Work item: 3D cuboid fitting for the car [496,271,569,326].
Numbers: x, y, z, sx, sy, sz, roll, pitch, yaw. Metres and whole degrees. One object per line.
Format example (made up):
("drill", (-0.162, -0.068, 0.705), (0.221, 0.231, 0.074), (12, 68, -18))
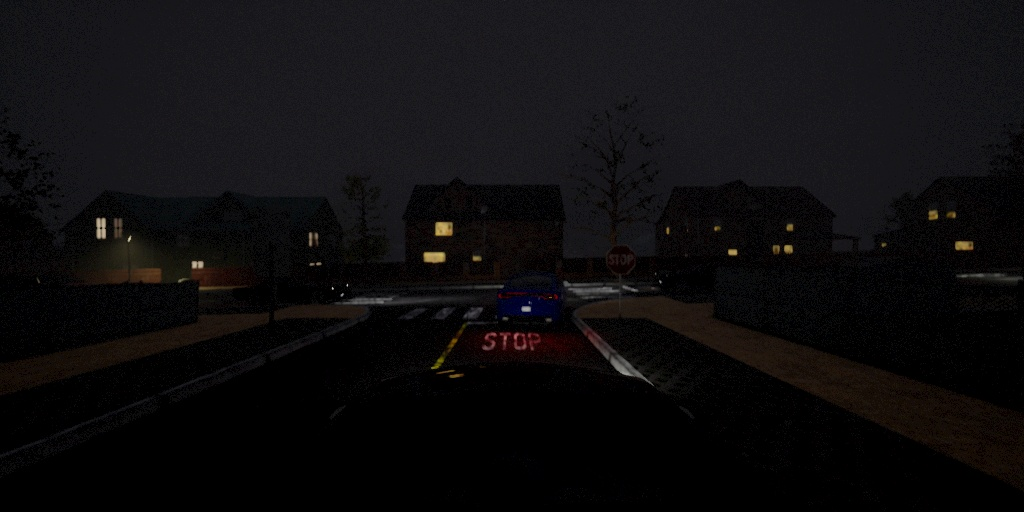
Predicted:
("car", (0.798, 1.243, 11.821), (1.882, 1.535, 5.008), (0, 0, 10))

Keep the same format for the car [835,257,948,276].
("car", (21.052, 0.761, 19.974), (5.357, 1.411, 2.033), (-1, 1, 0))

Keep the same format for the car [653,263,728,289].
("car", (10.430, 1.064, 19.946), (4.718, 1.301, 1.895), (-1, 1, -1))

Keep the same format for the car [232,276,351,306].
("car", (-10.289, 1.592, 17.036), (4.718, 1.301, 1.895), (-1, 1, 0))

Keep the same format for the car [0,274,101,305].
("car", (-22.083, 1.623, 17.042), (4.553, 1.767, 2.097), (-1, 1, 0))
